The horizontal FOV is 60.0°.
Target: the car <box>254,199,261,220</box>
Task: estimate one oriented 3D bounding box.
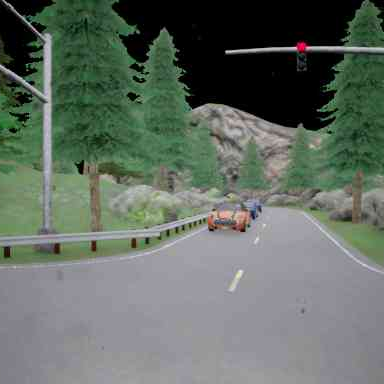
[{"bbox_3d":[4.734,1.522,29.116,1.882,1.535,5.008,0,0,15],"label":"car"}]

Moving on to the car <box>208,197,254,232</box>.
[{"bbox_3d":[2.368,1.383,20.291,2.097,1.767,4.553,0,0,15],"label":"car"}]
